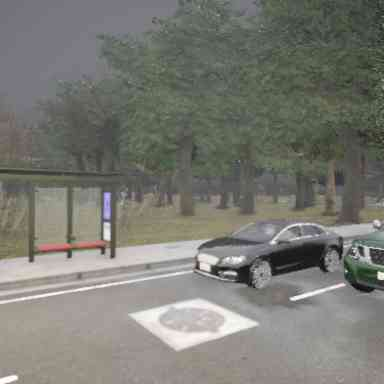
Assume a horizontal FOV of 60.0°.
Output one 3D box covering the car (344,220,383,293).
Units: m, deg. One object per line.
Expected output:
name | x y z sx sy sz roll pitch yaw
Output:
car | 5.938 1.274 7.917 5.566 2.045 2.150 0 0 -35

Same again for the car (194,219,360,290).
car | 2.308 1.533 9.319 4.902 1.511 2.128 0 0 -35
